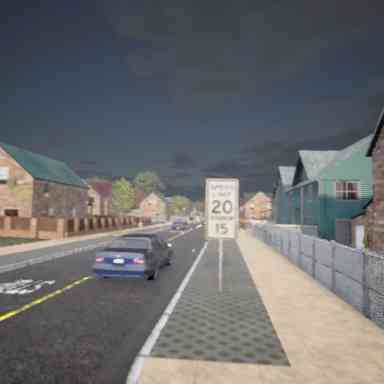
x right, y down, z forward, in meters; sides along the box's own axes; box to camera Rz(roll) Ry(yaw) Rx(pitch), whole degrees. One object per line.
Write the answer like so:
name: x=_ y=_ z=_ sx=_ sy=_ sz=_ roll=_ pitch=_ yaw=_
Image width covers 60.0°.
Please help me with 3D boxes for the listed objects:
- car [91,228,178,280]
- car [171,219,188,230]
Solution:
car: x=-1.936 y=2.251 z=12.297 sx=2.033 sy=1.411 sz=5.357 roll=1 pitch=-4 yaw=5
car: x=-1.566 y=4.407 z=45.156 sx=2.033 sy=1.411 sz=5.357 roll=1 pitch=-4 yaw=6
